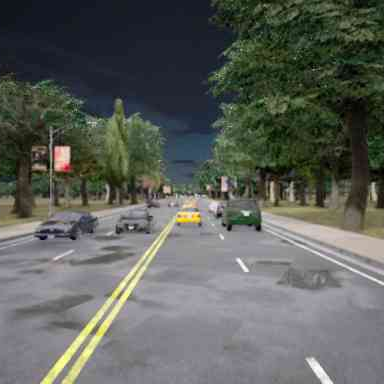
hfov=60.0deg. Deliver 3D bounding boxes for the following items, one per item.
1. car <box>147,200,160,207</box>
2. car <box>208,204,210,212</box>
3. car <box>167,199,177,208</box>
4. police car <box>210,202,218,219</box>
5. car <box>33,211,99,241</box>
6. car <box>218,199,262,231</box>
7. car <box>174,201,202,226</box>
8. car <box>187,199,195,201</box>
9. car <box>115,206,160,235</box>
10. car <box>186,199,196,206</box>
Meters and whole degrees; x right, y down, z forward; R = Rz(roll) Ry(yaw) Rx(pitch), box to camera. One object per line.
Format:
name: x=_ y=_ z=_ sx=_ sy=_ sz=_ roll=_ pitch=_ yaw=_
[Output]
car: x=-6.663 y=2.160 z=58.598 sx=2.033 sy=1.411 sz=5.357 roll=0 pitch=-1 yaw=0
car: x=3.205 y=2.001 z=44.538 sx=1.812 sy=1.442 sz=4.674 roll=0 pitch=-1 yaw=0
car: x=-3.415 y=2.124 z=60.641 sx=2.128 sy=1.511 sz=4.902 roll=0 pitch=-1 yaw=0
police car: x=3.234 y=1.868 z=33.534 sx=2.038 sy=1.542 sz=4.974 roll=0 pitch=-1 yaw=0
car: x=-6.595 y=1.745 z=18.230 sx=2.033 sy=1.411 sz=5.357 roll=0 pitch=-1 yaw=0
car: x=3.251 y=1.467 z=22.562 sx=2.150 sy=2.045 sz=5.566 roll=0 pitch=-1 yaw=0
car: x=-0.157 y=1.738 z=26.053 sx=1.801 sy=1.575 sz=5.366 roll=0 pitch=-1 yaw=1
car: x=-0.052 y=2.151 z=64.838 sx=1.882 sy=1.535 sz=5.008 roll=0 pitch=0 yaw=0
car: x=-3.348 y=1.785 z=20.296 sx=1.994 sy=1.385 sz=4.181 roll=0 pitch=-1 yaw=0
car: x=-0.202 y=2.312 z=76.937 sx=2.128 sy=1.511 sz=4.902 roll=0 pitch=-1 yaw=0
